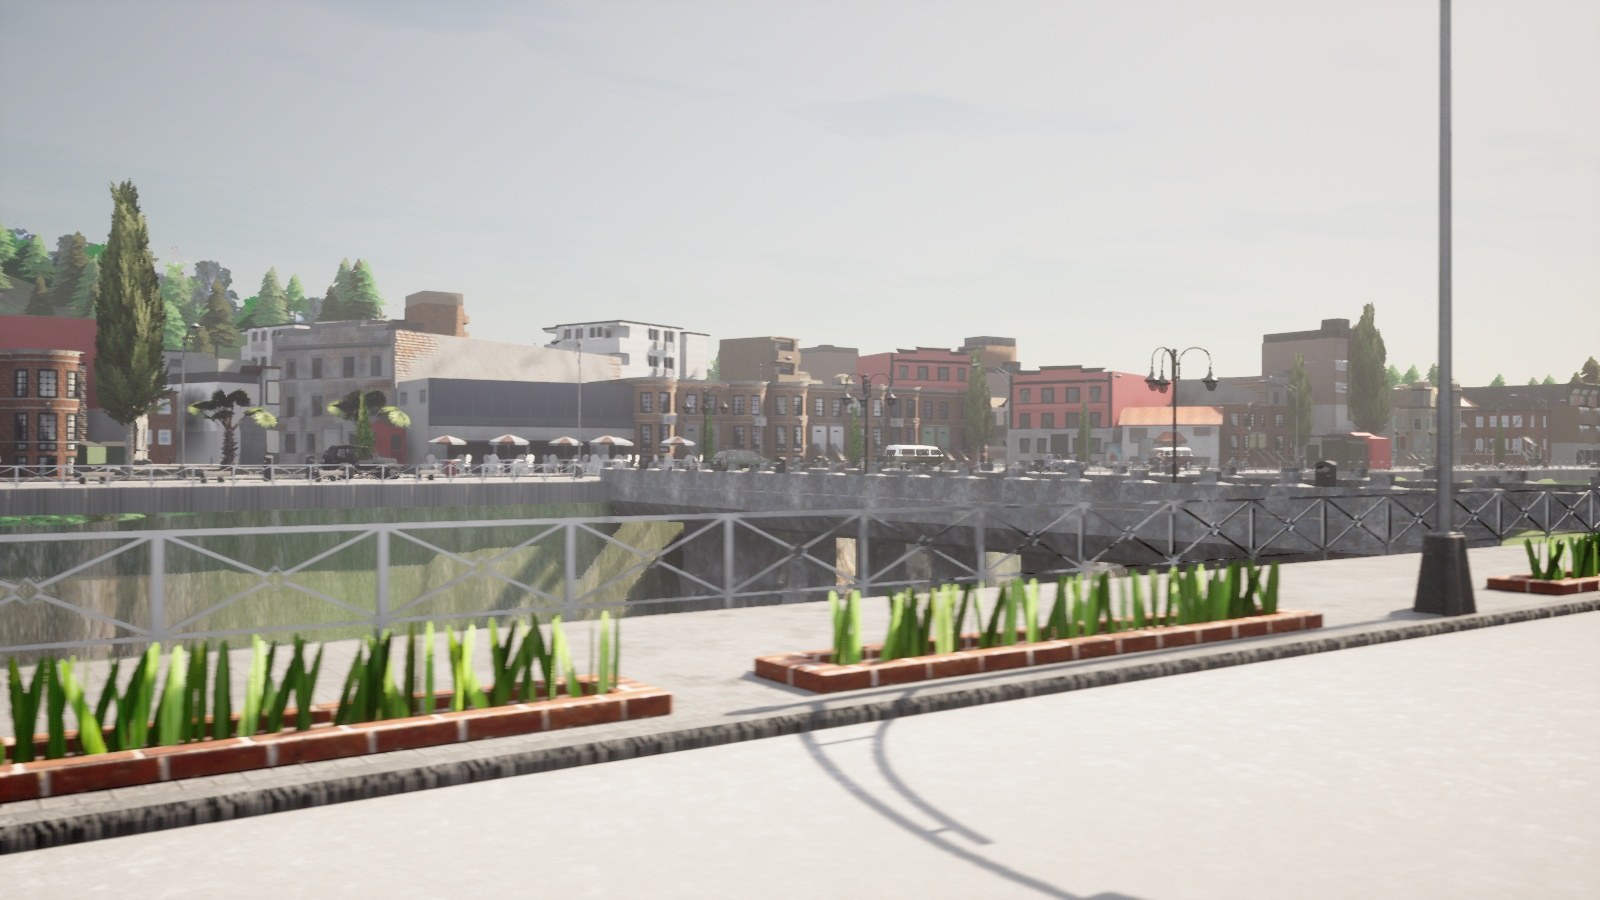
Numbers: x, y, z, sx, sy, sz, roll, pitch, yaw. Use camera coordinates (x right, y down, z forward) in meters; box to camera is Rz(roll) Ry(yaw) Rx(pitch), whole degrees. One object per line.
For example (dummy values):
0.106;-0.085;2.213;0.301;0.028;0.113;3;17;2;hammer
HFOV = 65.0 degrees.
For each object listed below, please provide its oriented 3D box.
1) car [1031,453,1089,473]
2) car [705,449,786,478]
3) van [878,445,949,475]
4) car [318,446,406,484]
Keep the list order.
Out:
19.196;0.945;92.791;4.193;1.474;1.816;0;0;-35;car
-3.322;0.799;77.109;4.553;1.767;2.097;0;0;-35;car
7.669;0.660;84.763;4.480;2.038;2.069;0;0;-35;van
-22.283;0.744;63.903;3.866;1.878;1.905;0;0;-35;car
